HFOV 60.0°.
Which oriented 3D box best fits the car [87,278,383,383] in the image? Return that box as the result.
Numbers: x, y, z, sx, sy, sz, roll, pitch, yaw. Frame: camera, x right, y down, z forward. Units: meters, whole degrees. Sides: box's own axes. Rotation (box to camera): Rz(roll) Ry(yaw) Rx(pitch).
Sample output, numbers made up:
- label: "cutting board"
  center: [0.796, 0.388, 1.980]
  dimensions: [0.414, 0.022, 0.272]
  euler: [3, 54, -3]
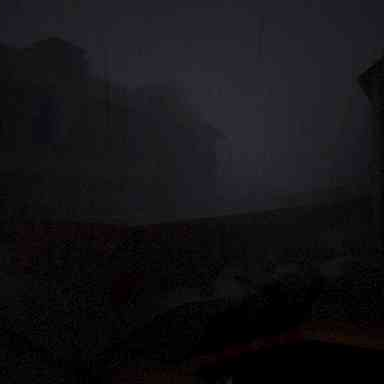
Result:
- label: "car"
  center: [1.058, 1.459, 2.466]
  dimensions: [4.193, 1.474, 1.816]
  euler: [0, 6, 33]
